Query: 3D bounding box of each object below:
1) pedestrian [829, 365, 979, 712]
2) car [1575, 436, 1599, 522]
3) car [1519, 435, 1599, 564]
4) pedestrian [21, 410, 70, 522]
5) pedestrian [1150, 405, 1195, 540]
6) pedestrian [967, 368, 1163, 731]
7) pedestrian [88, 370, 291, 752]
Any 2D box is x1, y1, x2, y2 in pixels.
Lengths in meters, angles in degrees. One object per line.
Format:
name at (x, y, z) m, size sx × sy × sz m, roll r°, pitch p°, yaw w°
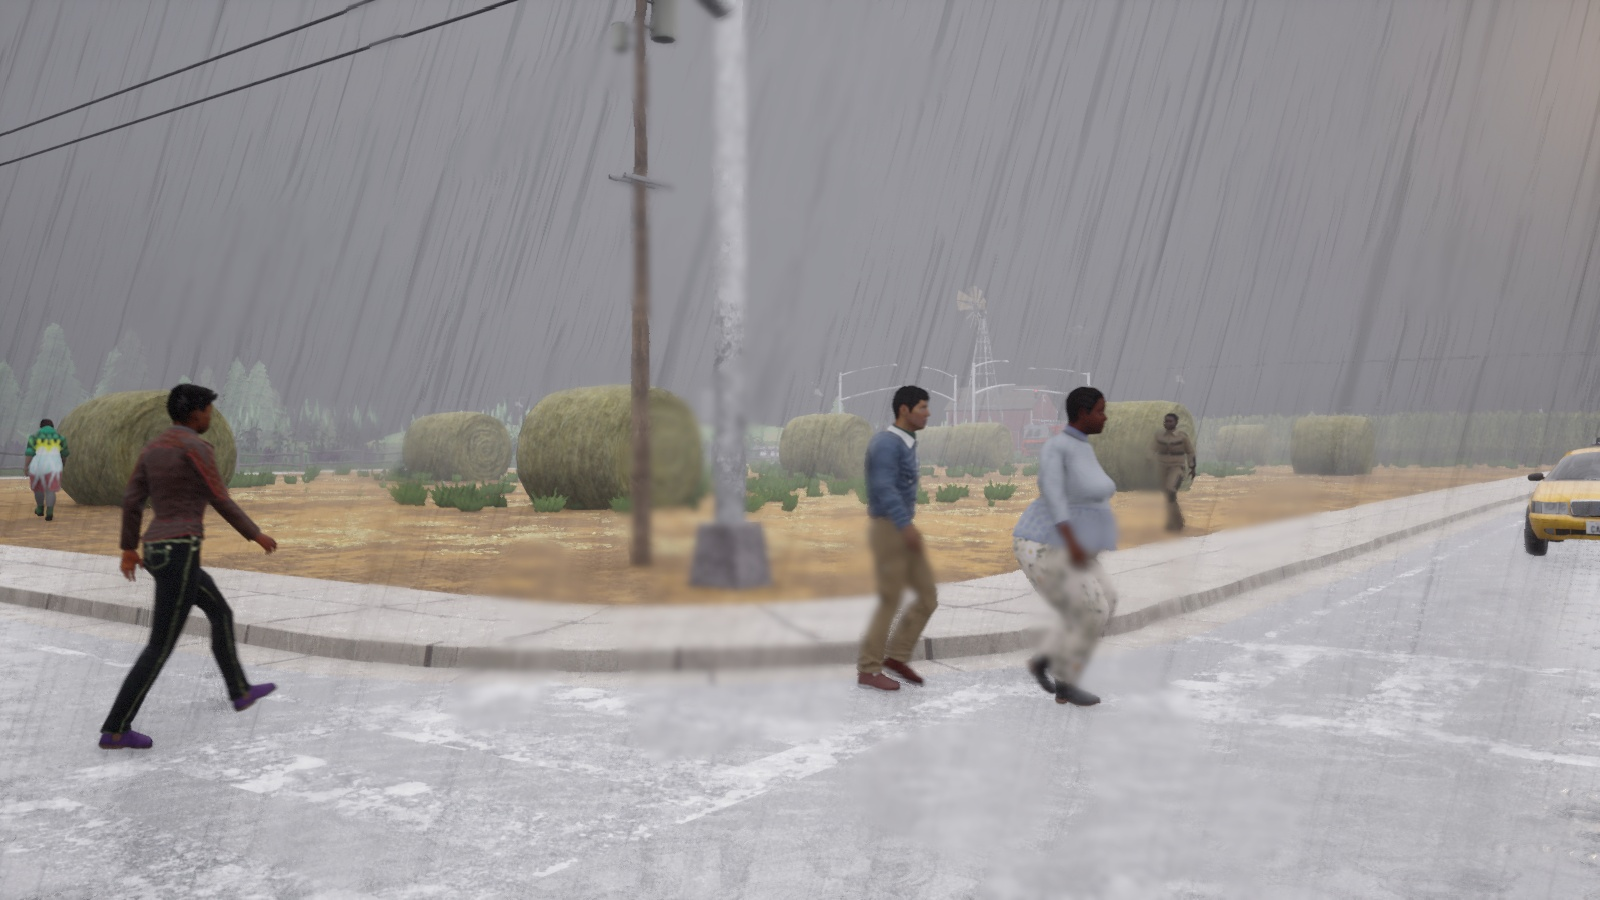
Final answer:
pedestrian at (0.613, 0.494, 7.391) m, size 0.788 × 1.949 × 0.423 m, roll 0°, pitch 0°, yaw 22°
car at (16.675, 0.546, 25.021) m, size 1.851 × 1.617 × 3.988 m, roll 0°, pitch 0°, yaw 35°
car at (11.403, 0.608, 17.591) m, size 1.801 × 1.575 × 5.366 m, roll 0°, pitch 0°, yaw 35°
pedestrian at (-13.478, 0.281, 22.419) m, size 0.659 × 1.952 × 0.873 m, roll 0°, pitch 0°, yaw -37°
pedestrian at (5.475, 0.322, 18.447) m, size 0.396 × 1.930 × 0.692 m, roll 0°, pitch 0°, yaw 39°
pedestrian at (1.495, 0.507, 7.005) m, size 0.900 × 1.855 × 0.874 m, roll 0°, pitch 0°, yaw 25°
pedestrian at (-3.081, 0.524, 6.377) m, size 0.328 × 1.805 × 0.869 m, roll 0°, pitch 0°, yaw 37°
